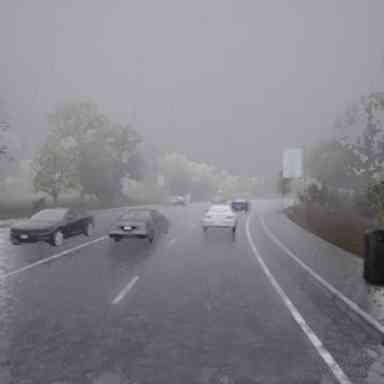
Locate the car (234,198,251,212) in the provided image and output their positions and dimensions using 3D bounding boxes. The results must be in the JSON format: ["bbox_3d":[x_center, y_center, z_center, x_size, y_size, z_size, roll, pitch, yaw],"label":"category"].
[{"bbox_3d":[5.620,1.462,37.957,1.882,1.535,5.008,0,0,15],"label":"car"}]

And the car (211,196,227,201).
[{"bbox_3d":[4.602,1.454,56.686,1.837,1.490,4.892,0,0,23],"label":"car"}]

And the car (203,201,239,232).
[{"bbox_3d":[1.774,1.513,20.213,1.812,1.442,4.674,0,0,8],"label":"car"}]

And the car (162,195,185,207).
[{"bbox_3d":[-2.563,1.282,47.539,2.097,1.767,4.553,0,0,19],"label":"car"}]

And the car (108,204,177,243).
[{"bbox_3d":[-2.338,1.523,16.123,2.033,1.411,5.357,0,0,7],"label":"car"}]

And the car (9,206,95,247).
[{"bbox_3d":[-6.122,1.441,15.173,1.882,1.535,5.008,0,0,7],"label":"car"}]
